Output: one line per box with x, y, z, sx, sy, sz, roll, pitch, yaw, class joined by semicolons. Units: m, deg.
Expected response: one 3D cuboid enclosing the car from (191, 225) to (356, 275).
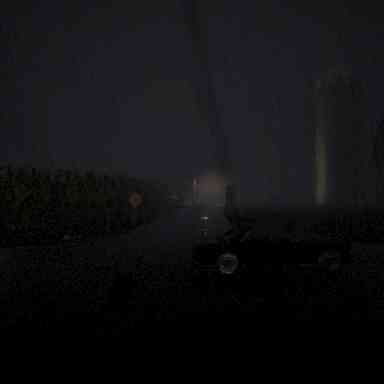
2.328;1.670;10.204;4.718;1.301;1.895;-1;-1;-2;car
